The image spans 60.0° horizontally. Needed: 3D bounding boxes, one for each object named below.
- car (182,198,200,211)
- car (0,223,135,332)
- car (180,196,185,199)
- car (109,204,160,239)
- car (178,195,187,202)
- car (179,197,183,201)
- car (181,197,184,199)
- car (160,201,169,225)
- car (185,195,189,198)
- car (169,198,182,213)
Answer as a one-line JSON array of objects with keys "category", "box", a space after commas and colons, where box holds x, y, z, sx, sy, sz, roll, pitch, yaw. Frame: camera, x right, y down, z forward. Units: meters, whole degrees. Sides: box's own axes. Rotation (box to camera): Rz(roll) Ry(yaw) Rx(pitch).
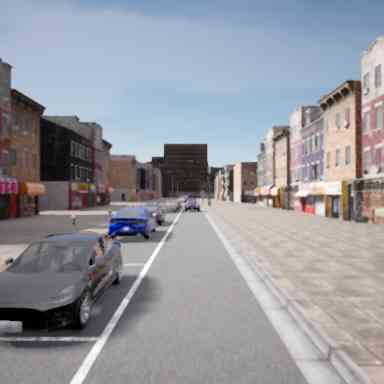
[{"category": "car", "box": [0.077, 1.810, 43.189, 1.895, 1.301, 4.718, 0, 0, 0]}, {"category": "car", "box": [-2.629, 1.590, 7.014, 1.947, 1.339, 4.313, 1, 0, 0]}, {"category": "car", "box": [-2.624, 1.824, 56.289, 1.752, 1.417, 4.829, 0, 0, 0]}, {"category": "car", "box": [-3.012, 1.546, 17.724, 1.882, 1.535, 5.008, 0, 0, 0]}, {"category": "car", "box": [-2.619, 1.916, 93.861, 2.192, 1.841, 5.009, 0, 0, 0]}, {"category": "car", "box": [-2.625, 1.769, 45.471, 1.887, 1.381, 4.507, 0, 0, 0]}, {"category": "car", "box": [-2.625, 1.806, 50.966, 1.887, 1.381, 4.507, 0, 0, 0]}, {"category": "car", "box": [-3.019, 1.627, 24.725, 1.812, 1.442, 4.674, 0, 0, 0]}, {"category": "car", "box": [0.011, 1.817, 58.124, 1.837, 1.490, 4.892, 0, 0, 0]}, {"category": "car", "box": [-2.626, 1.740, 39.978, 2.008, 1.369, 4.403, 0, 0, 0]}]
